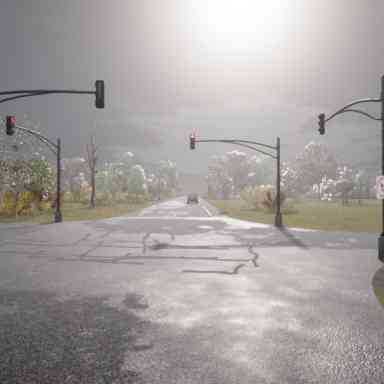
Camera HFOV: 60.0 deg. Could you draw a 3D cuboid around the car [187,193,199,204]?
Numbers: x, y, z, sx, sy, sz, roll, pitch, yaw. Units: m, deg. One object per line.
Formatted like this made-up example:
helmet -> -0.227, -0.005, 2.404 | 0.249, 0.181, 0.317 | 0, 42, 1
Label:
car -> 0.151, 1.293, 67.563 | 2.150, 2.045, 5.566 | 0, 0, 0
